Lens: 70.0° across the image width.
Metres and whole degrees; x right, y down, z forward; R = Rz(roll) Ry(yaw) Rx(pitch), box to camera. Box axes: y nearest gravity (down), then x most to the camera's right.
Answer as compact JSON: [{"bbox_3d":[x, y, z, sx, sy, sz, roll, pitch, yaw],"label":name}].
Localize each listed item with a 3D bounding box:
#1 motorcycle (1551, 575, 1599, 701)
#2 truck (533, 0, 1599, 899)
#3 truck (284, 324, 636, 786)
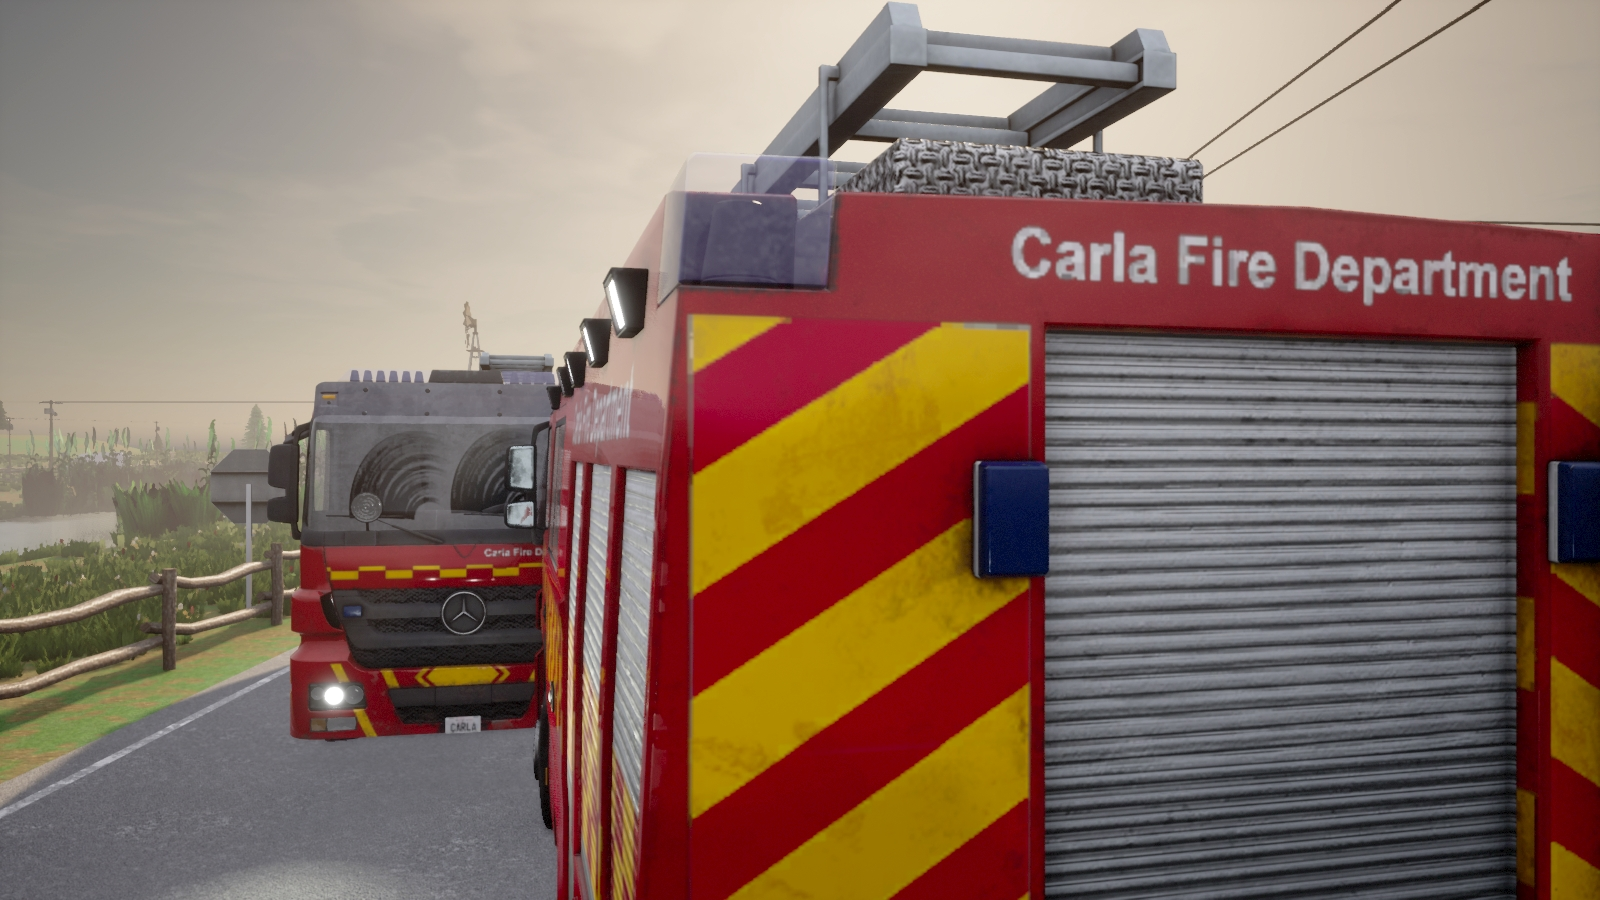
[{"bbox_3d":[9.797,2.142,13.150,1.805,1.316,0.856,0,0,-7],"label":"motorcycle"},{"bbox_3d":[-0.037,0.867,6.873,2.891,3.827,8.468,0,0,-14],"label":"truck"},{"bbox_3d":[-3.898,0.862,13.916,2.891,3.827,8.468,0,0,-14],"label":"truck"}]
